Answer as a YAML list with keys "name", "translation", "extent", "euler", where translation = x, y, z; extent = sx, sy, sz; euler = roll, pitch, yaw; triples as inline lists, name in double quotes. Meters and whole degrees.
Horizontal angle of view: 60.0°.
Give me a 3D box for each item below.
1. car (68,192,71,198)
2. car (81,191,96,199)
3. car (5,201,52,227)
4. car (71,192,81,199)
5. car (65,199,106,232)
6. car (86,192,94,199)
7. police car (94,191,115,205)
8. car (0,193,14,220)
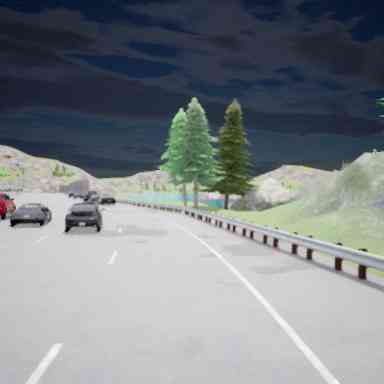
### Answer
- name: "car"
  translation: [-32.332, 0.696, 89.913]
  extent: [1.882, 1.535, 5.008]
  euler: [0, 1, -24]
- name: "car"
  translation: [-18.951, 0.773, 62.365]
  extent: [2.150, 2.045, 5.566]
  euler: [0, 1, -24]
- name: "car"
  translation: [-10.494, 1.417, 21.886]
  extent: [1.994, 1.385, 4.181]
  euler: [0, 0, -16]
- name: "car"
  translation: [-25.874, 0.852, 75.721]
  extent: [1.812, 1.442, 4.674]
  euler: [0, 1, -24]
- name: "car"
  translation: [-6.172, 1.366, 19.303]
  extent: [1.837, 1.490, 4.892]
  euler: [0, 0, -14]
- name: "car"
  translation: [-16.454, 1.113, 56.878]
  extent: [1.812, 1.442, 4.674]
  euler: [0, 1, -24]
- name: "police car"
  translation: [-12.360, 1.073, 47.874]
  extent: [1.930, 1.638, 5.238]
  euler: [0, 1, -24]
- name: "car"
  translation: [-15.525, 1.055, 26.259]
  extent: [2.150, 2.045, 5.566]
  euler: [0, 0, -20]
